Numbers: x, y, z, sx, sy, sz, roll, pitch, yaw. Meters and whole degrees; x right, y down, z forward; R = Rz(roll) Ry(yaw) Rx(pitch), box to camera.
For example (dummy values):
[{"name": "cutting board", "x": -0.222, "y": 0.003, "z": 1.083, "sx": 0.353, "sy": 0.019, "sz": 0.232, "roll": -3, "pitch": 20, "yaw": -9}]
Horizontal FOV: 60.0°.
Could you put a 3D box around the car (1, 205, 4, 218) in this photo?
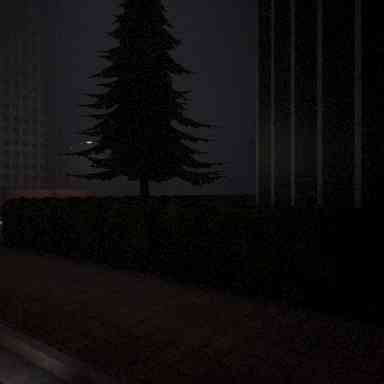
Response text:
[{"name": "car", "x": -13.118, "y": 1.560, "z": 28.389, "sx": 1.837, "sy": 1.490, "sz": 4.892, "roll": 0, "pitch": 0, "yaw": 36}]
